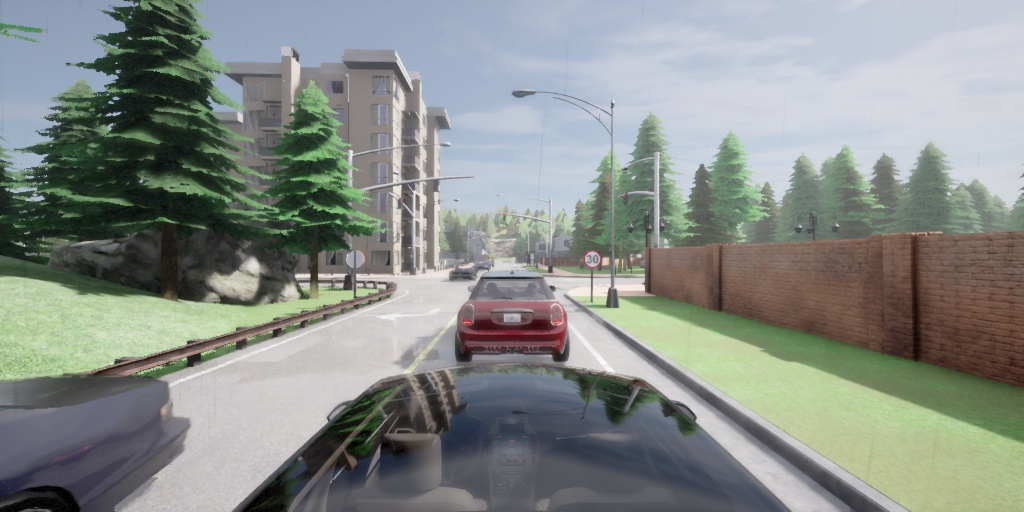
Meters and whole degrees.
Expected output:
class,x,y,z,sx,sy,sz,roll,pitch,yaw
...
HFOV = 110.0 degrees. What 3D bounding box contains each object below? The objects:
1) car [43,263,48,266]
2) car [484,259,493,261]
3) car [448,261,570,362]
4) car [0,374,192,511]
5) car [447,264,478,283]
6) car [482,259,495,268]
class,x,y,z,sx,sy,sz,roll,pitch,yaw
car,-30.933,0.987,24.692,5.566,2.045,2.150,0,0,-1
car,-3.997,1.314,47.520,1.994,1.385,4.181,0,0,0
car,0.004,1.102,8.384,2.097,1.767,4.553,0,0,0
car,-3.588,1.297,0.562,2.033,1.411,5.357,0,0,0
car,-3.837,1.348,28.656,1.895,1.301,4.718,0,0,0
car,-4.105,1.242,63.439,2.128,1.511,4.902,0,0,0
